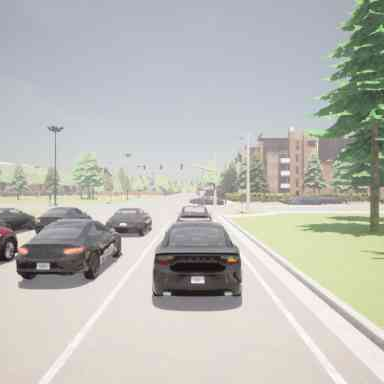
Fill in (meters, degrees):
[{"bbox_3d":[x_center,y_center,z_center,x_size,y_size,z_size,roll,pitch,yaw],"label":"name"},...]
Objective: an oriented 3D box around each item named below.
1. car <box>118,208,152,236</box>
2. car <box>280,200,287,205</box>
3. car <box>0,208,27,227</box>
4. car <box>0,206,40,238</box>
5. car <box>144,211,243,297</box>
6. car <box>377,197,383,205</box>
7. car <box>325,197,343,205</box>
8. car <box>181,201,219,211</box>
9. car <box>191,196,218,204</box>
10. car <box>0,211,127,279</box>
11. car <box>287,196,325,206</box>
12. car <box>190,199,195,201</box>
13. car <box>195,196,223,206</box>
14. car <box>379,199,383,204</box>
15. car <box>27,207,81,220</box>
[{"bbox_3d":[-3.377,1.564,18.342,1.994,1.385,4.181,0,0,0],"label":"car"},{"bbox_3d":[17.923,1.547,56.961,5.357,1.411,2.033,0,0,0],"label":"car"},{"bbox_3d":[-6.888,1.352,9.323,2.097,1.767,4.553,0,0,0],"label":"car"},{"bbox_3d":[-10.376,1.564,18.465,1.994,1.385,4.181,0,0,0],"label":"car"},{"bbox_3d":[0.111,1.478,8.641,1.882,1.535,5.008,0,0,0],"label":"car"},{"bbox_3d":[36.535,1.595,60.493,4.718,1.301,1.895,0,0,0],"label":"car"},{"bbox_3d":[24.467,1.547,60.485,5.357,1.411,2.033,0,0,0],"label":"car"},{"bbox_3d":[0.124,1.492,18.008,2.128,1.511,4.902,0,0,0],"label":"car"},{"bbox_3d":[2.314,1.491,62.890,4.902,1.511,2.128,0,1,38],"label":"car"},{"bbox_3d":[-3.388,1.526,9.880,1.812,1.442,4.674,0,0,0],"label":"car"},{"bbox_3d":[18.217,1.352,53.464,4.553,1.767,2.097,0,0,0],"label":"car"},{"bbox_3d":[2.081,1.547,56.967,5.357,1.411,2.033,0,0,0],"label":"car"},{"bbox_3d":[2.923,1.564,53.465,4.181,1.385,1.994,0,0,0],"label":"car"},{"bbox_3d":[33.301,1.526,53.552,4.674,1.442,1.812,0,0,0],"label":"car"},{"bbox_3d":[-6.878,1.526,18.156,1.812,1.442,4.674,0,0,0],"label":"car"}]
